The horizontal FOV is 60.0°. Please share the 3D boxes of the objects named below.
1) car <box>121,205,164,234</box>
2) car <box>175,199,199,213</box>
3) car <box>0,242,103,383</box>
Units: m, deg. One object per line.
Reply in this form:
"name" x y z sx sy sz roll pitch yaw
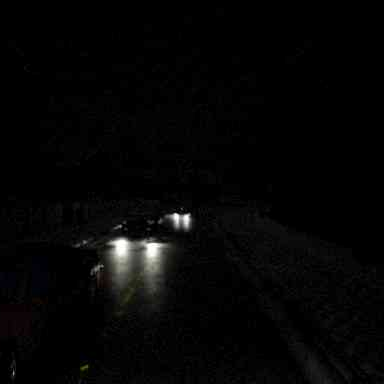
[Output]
"car" -2.744 1.488 19.327 1.882 1.535 5.008 0 0 1
"car" -0.508 1.602 37.929 2.128 1.511 4.902 0 -1 14
"car" -2.847 1.551 5.087 2.033 1.411 5.357 0 0 0
